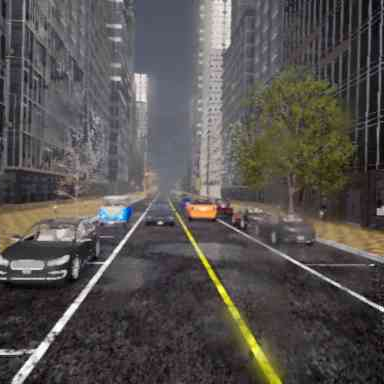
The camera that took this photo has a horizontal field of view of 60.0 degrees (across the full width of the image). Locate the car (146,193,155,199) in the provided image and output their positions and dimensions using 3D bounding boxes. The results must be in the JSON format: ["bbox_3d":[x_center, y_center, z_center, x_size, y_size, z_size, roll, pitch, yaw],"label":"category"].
[{"bbox_3d":[-9.584,0.934,77.195,1.802,1.307,4.206,2,0,-5],"label":"car"}]

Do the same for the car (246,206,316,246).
[{"bbox_3d":[4.203,1.603,15.538,2.008,1.369,4.403,2,0,-5],"label":"car"}]

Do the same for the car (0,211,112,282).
[{"bbox_3d":[-3.649,1.419,9.141,2.008,1.369,4.403,2,0,-5],"label":"car"}]

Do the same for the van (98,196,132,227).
[{"bbox_3d":[-4.632,1.134,20.483,1.690,1.788,3.998,2,0,-5],"label":"van"}]

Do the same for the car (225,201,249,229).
[{"bbox_3d":[3.708,1.564,21.209,2.008,1.369,4.403,2,0,-5],"label":"car"}]

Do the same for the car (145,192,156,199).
[{"bbox_3d":[-9.089,0.945,71.523,1.887,1.381,4.507,2,0,-5],"label":"car"}]

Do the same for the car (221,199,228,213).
[{"bbox_3d":[2.722,1.371,32.550,1.967,1.590,4.097,2,0,-5],"label":"car"}]

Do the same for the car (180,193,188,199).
[{"bbox_3d":[-2.226,1.041,89.257,1.947,1.339,4.313,2,0,-5],"label":"car"}]

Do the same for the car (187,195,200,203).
[{"bbox_3d":[0.247,1.259,60.905,1.887,1.381,4.507,2,0,-5],"label":"car"}]

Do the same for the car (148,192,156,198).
[{"bbox_3d":[-10.572,0.799,88.536,1.887,1.381,4.507,2,0,-5],"label":"car"}]

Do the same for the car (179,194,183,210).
[{"bbox_3d":[-0.530,1.334,39.401,1.812,1.442,4.674,2,1,-4],"label":"car"}]

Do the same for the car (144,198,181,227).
[{"bbox_3d":[-2.076,1.402,22.046,2.033,1.411,5.357,2,0,-5],"label":"car"}]

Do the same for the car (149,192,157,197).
[{"bbox_3d":[-11.067,0.770,94.207,1.947,1.339,4.313,2,0,-5],"label":"car"}]

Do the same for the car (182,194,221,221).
[{"bbox_3d":[0.641,1.259,26.141,2.097,1.767,4.553,2,0,-5],"label":"car"}]

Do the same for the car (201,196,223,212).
[{"bbox_3d":[2.227,1.329,38.221,1.967,1.590,4.097,2,0,-5],"label":"car"}]
